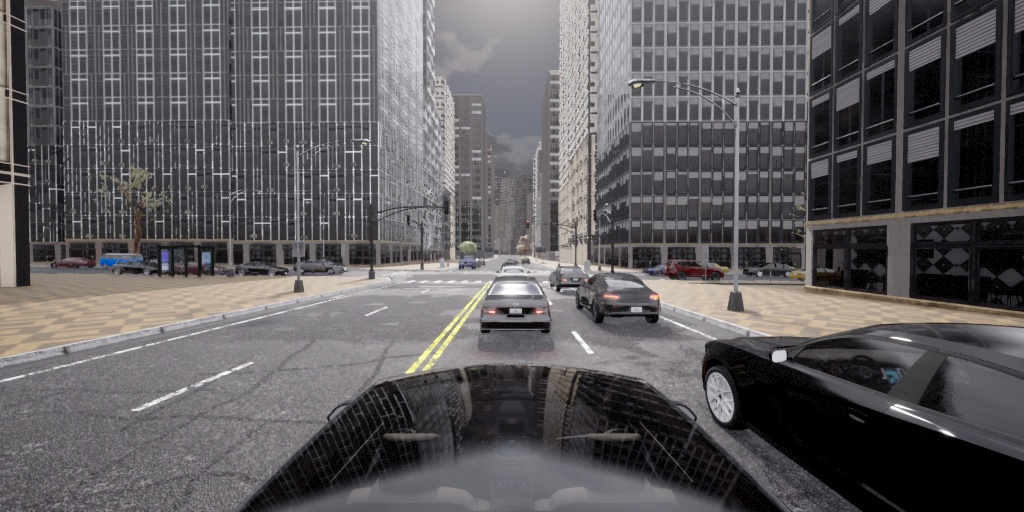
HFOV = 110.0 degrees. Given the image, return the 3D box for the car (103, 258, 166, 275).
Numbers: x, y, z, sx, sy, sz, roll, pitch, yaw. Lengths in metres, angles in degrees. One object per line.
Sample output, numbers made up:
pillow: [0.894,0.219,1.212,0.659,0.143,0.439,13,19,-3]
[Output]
car: [-34.121,1.068,32.963,4.313,1.339,1.948,0,0,1]

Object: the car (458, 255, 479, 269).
car: [-6.639,0.933,53.890,2.150,2.045,5.566,0,0,0]

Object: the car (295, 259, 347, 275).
car: [-18.825,1.088,35.295,4.902,1.511,2.128,1,1,1]

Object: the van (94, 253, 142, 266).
van: [-45.319,0.603,41.615,3.998,1.789,1.690,0,0,1]

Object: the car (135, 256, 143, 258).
car: [-34.231,0.984,35.597,4.674,1.442,1.812,0,1,1]

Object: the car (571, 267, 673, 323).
car: [3.344,1.271,11.930,1.812,1.442,4.674,0,0,0]

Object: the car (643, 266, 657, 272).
car: [16.696,1.410,37.940,5.357,1.411,2.033,0,1,1]

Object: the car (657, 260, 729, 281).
car: [16.170,1.267,32.169,5.009,1.841,2.192,0,0,1]

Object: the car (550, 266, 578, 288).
car: [3.337,1.286,21.341,2.033,1.411,5.357,0,0,0]

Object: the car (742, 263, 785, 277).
car: [27.012,1.458,37.769,4.892,1.490,1.837,1,1,1]

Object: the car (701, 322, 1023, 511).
car: [3.344,1.227,2.584,1.882,1.535,5.008,0,0,0]

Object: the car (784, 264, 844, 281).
car: [27.618,1.577,31.982,4.829,1.417,1.751,0,0,1]

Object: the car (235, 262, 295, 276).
car: [-22.756,1.172,32.666,4.313,1.339,1.948,0,0,1]

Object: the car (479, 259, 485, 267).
car: [-6.613,1.191,63.808,2.128,1.511,4.902,0,0,0]

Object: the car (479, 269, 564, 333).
car: [0.094,1.293,10.660,2.033,1.411,5.357,0,0,0]

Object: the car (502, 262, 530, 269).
car: [0.086,1.265,20.251,1.812,1.442,4.674,0,0,0]

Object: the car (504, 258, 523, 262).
car: [-0.141,1.215,46.723,1.837,1.490,4.892,2,0,7]

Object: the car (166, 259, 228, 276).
car: [-28.440,1.136,32.794,4.207,1.307,1.802,0,0,1]
